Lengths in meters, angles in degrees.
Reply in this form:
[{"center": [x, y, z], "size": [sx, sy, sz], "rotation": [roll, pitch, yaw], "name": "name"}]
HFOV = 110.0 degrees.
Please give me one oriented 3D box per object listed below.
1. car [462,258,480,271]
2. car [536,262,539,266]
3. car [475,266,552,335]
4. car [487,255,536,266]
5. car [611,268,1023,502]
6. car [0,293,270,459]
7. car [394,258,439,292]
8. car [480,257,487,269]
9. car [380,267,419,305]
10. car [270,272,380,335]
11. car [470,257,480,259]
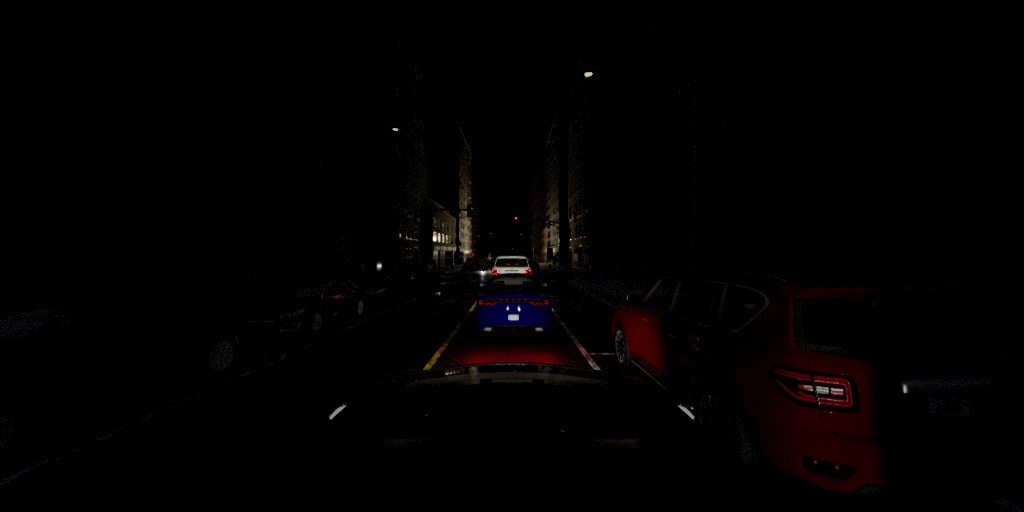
[{"center": [-5.721, 1.350, 48.439], "size": [1.802, 1.307, 4.207], "rotation": [0, 0, 0], "name": "car"}, {"center": [2.804, 1.350, 48.476], "size": [1.802, 1.307, 4.207], "rotation": [0, 0, 0], "name": "car"}, {"center": [0.044, 1.226, 10.499], "size": [1.882, 1.535, 5.008], "rotation": [0, 0, 0], "name": "car"}, {"center": [-0.016, 0.971, 20.159], "size": [2.150, 2.045, 5.566], "rotation": [0, 0, 0], "name": "car"}, {"center": [2.855, 1.064, 4.724], "size": [2.192, 1.841, 5.009], "rotation": [0, 0, 0], "name": "car"}, {"center": [-5.670, 1.294, 4.692], "size": [1.888, 1.381, 4.507], "rotation": [0, 0, 0], "name": "car"}, {"center": [-5.689, 1.064, 21.439], "size": [2.192, 1.841, 5.009], "rotation": [0, 0, 0], "name": "car"}, {"center": [-3.154, 1.296, 48.989], "size": [1.812, 1.442, 4.674], "rotation": [0, 0, -3], "name": "car"}, {"center": [-5.683, 1.331, 15.857], "size": [1.802, 1.307, 4.207], "rotation": [0, 0, 0], "name": "car"}, {"center": [-5.676, 1.299, 10.274], "size": [2.007, 1.370, 4.403], "rotation": [0, 0, 0], "name": "car"}, {"center": [-5.728, 1.090, 54.004], "size": [2.192, 1.841, 5.009], "rotation": [0, 0, 0], "name": "car"}]
